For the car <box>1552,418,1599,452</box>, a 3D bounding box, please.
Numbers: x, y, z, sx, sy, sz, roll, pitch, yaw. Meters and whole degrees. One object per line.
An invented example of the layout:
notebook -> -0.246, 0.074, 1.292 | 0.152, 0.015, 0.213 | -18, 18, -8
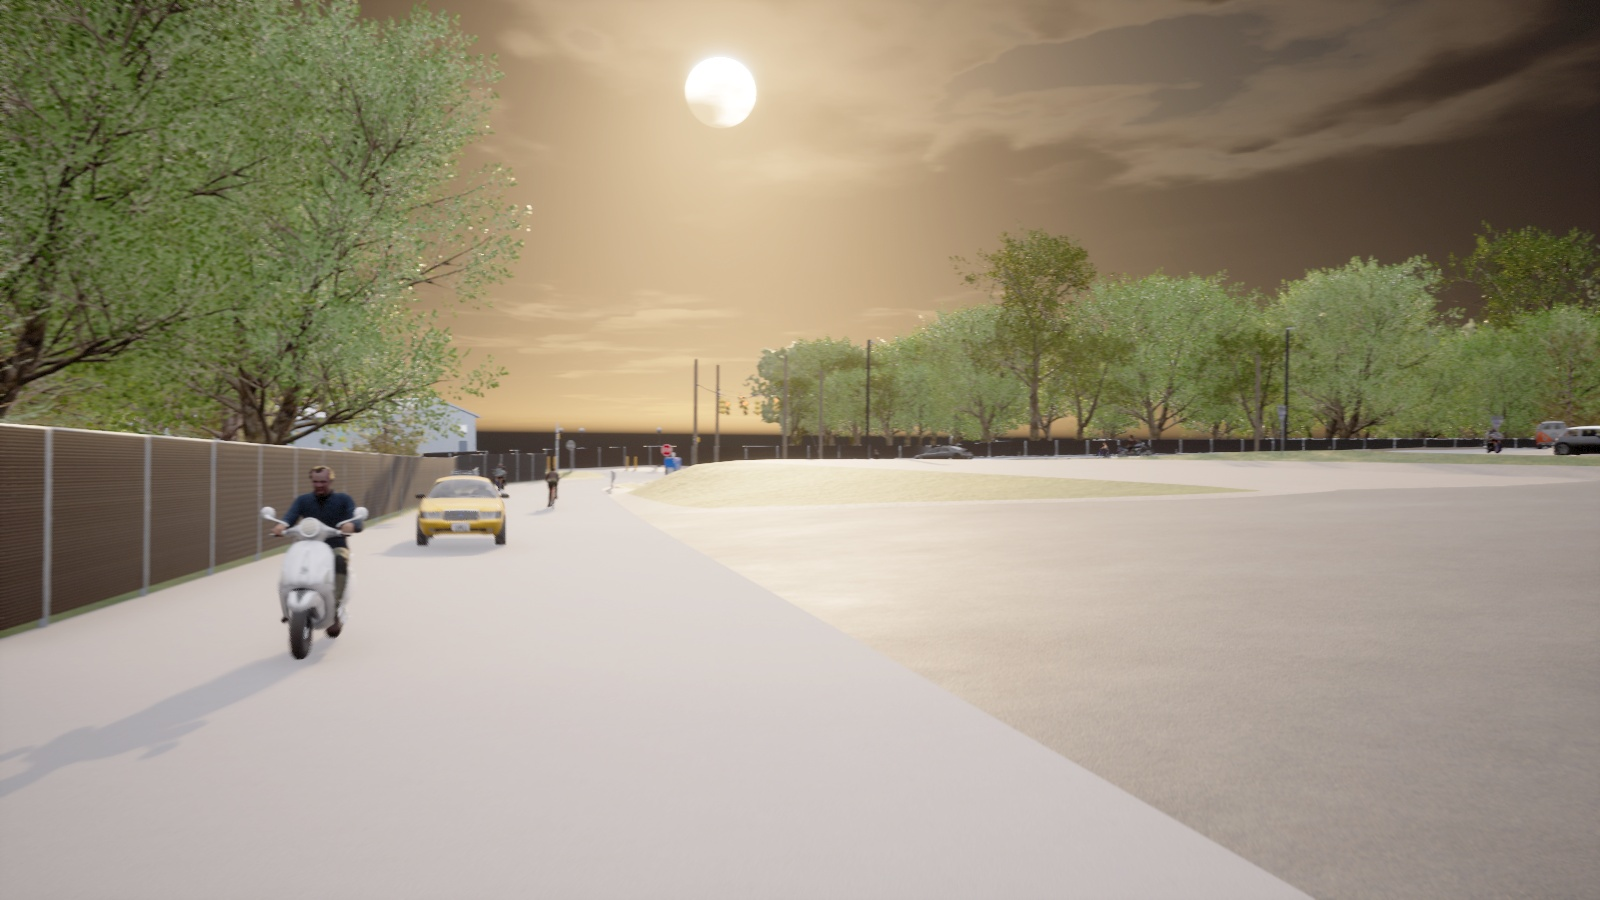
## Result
car -> 39.279, -0.786, 61.330 | 1.970, 1.475, 3.806 | -7, 3, -33

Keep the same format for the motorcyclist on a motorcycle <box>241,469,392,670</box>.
motorcyclist on a motorcycle -> -4.153, 0.967, 10.932 | 0.866, 1.590, 1.817 | 0, -1, -9

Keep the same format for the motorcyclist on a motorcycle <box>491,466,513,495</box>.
motorcyclist on a motorcycle -> -16.300, 1.650, 68.790 | 0.866, 1.530, 2.191 | 0, 0, -5

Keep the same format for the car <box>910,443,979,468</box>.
car -> 10.724, 0.414, 93.256 | 4.892, 1.490, 1.837 | -5, -3, 43

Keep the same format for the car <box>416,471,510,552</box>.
car -> -7.343, 1.268, 27.607 | 1.801, 1.575, 5.366 | 0, -1, -14

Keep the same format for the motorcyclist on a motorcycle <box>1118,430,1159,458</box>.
motorcyclist on a motorcycle -> 21.412, -0.366, 79.480 | 2.350, 1.649, 0.766 | -3, -1, 34

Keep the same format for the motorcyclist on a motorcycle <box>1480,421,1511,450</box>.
motorcyclist on a motorcycle -> 39.184, -0.821, 70.746 | 0.866, 1.530, 2.191 | -3, 0, 12
